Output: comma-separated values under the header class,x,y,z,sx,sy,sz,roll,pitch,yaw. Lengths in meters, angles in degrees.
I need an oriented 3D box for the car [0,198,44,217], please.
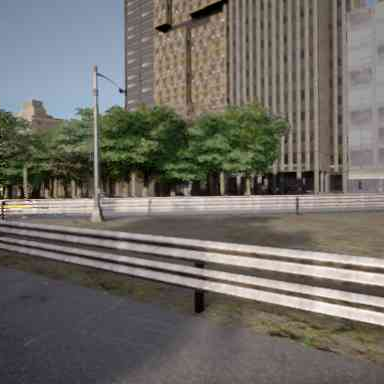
class,x,y,z,sx,sy,sz,roll,pitch,yaw
car,-15.669,1.319,29.012,5.366,1.575,1.801,-1,0,9
